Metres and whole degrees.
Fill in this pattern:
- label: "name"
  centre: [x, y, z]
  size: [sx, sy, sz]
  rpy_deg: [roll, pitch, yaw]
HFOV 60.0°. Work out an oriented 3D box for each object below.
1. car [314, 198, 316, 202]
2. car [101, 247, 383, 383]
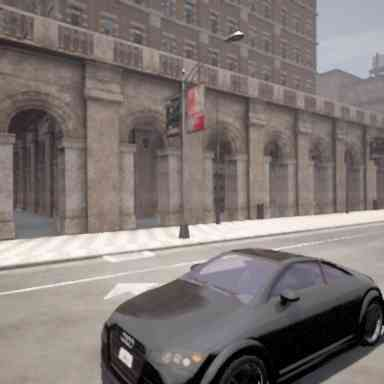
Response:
- label: "car"
  centre: [20.448, 1.307, 60.725]
  size: [1.895, 1.301, 4.718]
  rpy_deg: [0, 0, -37]
- label: "car"
  centre: [0.907, 1.546, 4.676]
  size: [4.181, 1.385, 1.994]
  rpy_deg: [0, 0, -36]
